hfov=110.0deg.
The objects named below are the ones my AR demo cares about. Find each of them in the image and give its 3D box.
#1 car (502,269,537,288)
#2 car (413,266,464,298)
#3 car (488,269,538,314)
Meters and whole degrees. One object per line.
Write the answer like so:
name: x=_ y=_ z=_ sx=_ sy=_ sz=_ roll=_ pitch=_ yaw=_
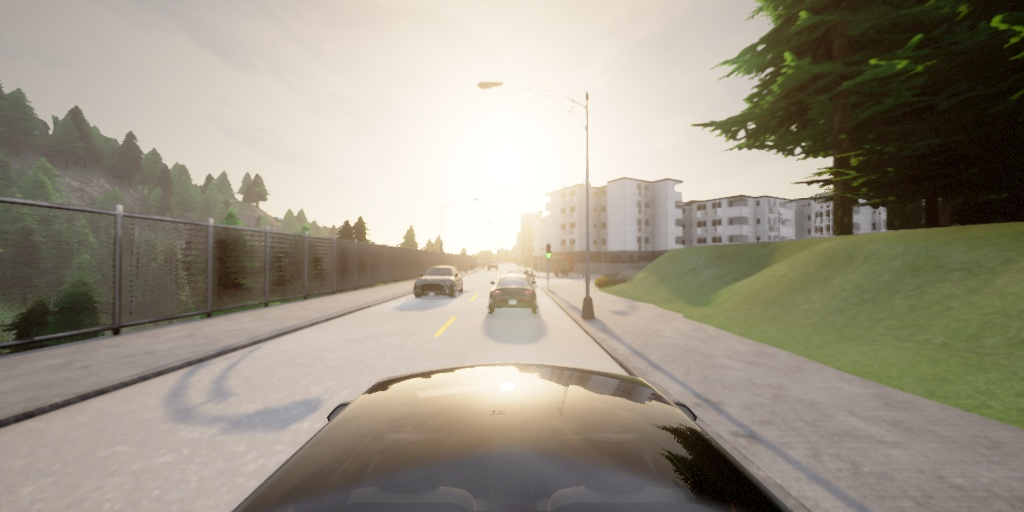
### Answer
car: x=0.705 y=1.724 z=28.406 sx=1.895 sy=1.301 sz=4.718 roll=0 pitch=-1 yaw=13
car: x=-4.043 y=1.362 z=20.379 sx=2.097 sy=1.767 sz=4.553 roll=0 pitch=-1 yaw=1
car: x=0.049 y=1.458 z=14.773 sx=1.812 sy=1.442 sz=4.674 roll=0 pitch=-1 yaw=1
